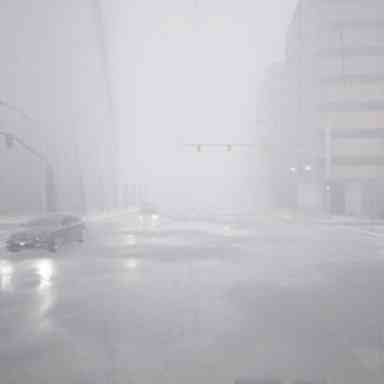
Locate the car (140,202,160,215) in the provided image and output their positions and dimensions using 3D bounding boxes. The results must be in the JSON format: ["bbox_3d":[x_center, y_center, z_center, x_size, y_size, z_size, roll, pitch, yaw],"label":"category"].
[{"bbox_3d":[-4.960,1.949,39.716,1.837,1.490,4.892,0,0,3],"label":"car"}]

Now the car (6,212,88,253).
[{"bbox_3d":[-6.171,1.696,14.733,1.837,1.490,4.892,0,-1,3],"label":"car"}]
